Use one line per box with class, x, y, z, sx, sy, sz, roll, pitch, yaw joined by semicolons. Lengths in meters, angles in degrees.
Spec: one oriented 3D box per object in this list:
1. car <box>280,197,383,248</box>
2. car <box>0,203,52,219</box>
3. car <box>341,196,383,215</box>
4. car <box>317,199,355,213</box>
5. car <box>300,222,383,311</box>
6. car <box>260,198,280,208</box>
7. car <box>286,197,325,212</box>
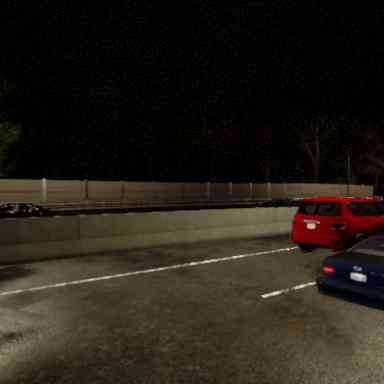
car;6.058;1.200;12.367;5.566;2.045;2.150;0;0;-36
car;-11.666;1.498;21.463;4.892;1.490;1.837;0;0;-35
car;17.330;1.304;33.546;4.553;1.767;2.097;0;0;-35
car;15.937;1.515;36.849;4.181;1.385;1.994;0;0;-35
car;4.956;1.532;7.283;5.357;1.411;2.033;0;0;-36
car;11.036;1.499;41.954;5.357;1.411;2.033;0;0;-35
car;13.488;1.429;39.401;5.008;1.535;1.882;0;0;-35
